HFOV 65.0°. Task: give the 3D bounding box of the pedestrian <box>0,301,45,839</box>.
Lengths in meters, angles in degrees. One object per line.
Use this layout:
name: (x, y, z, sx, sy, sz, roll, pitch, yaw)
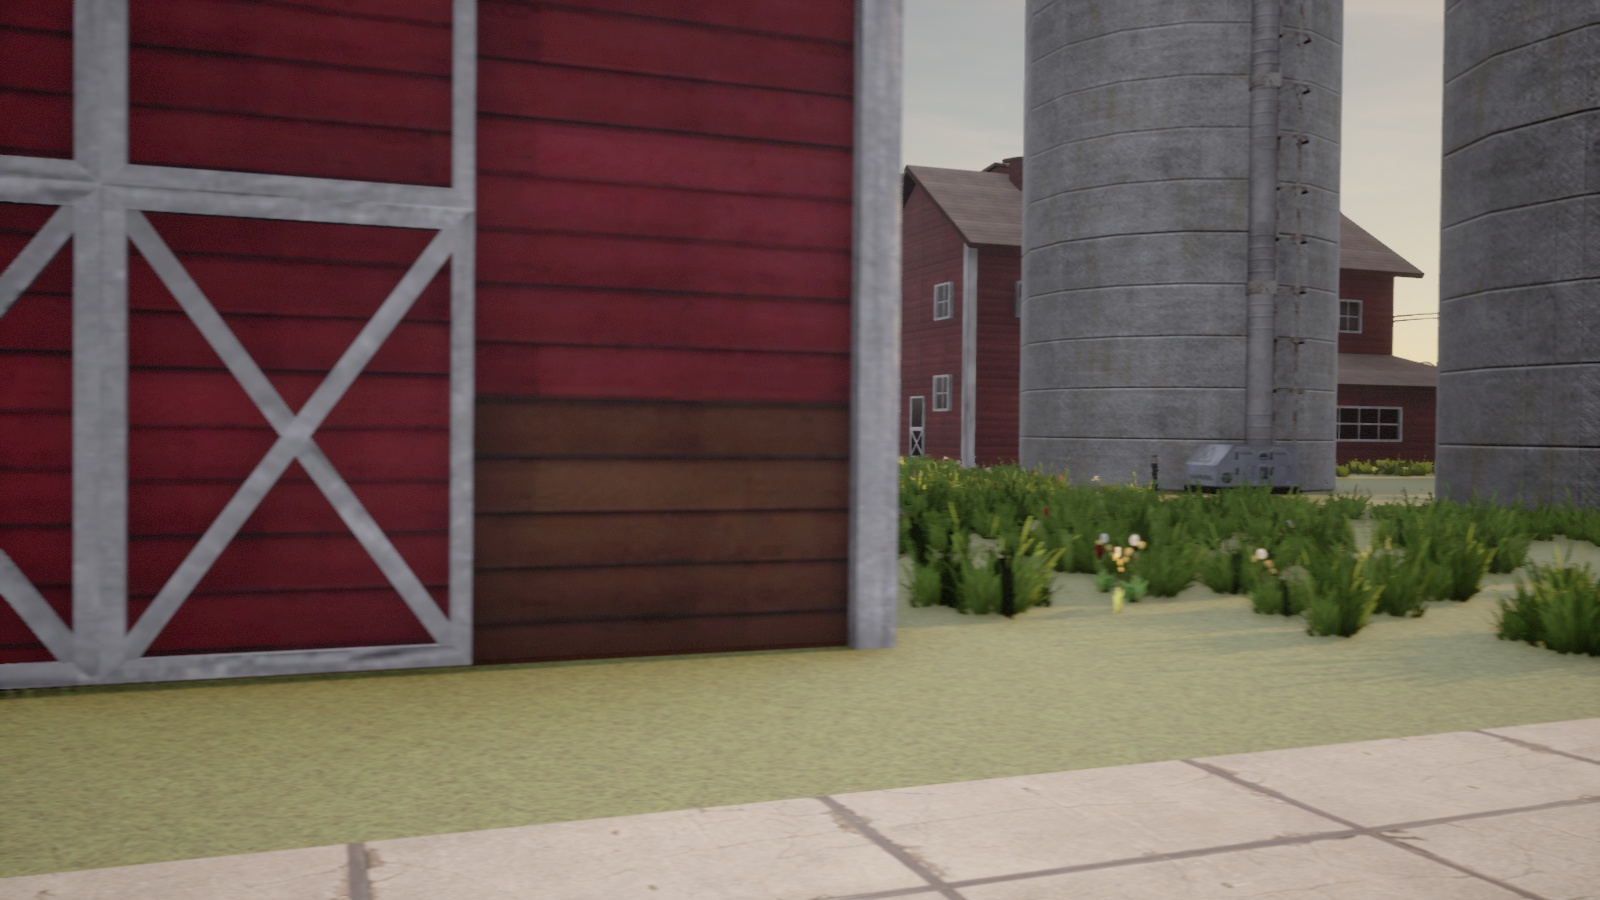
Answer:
pedestrian: (-3.098, 0.413, 4.277, 0.694, 1.848, 0.540, -1, 1, -2)
